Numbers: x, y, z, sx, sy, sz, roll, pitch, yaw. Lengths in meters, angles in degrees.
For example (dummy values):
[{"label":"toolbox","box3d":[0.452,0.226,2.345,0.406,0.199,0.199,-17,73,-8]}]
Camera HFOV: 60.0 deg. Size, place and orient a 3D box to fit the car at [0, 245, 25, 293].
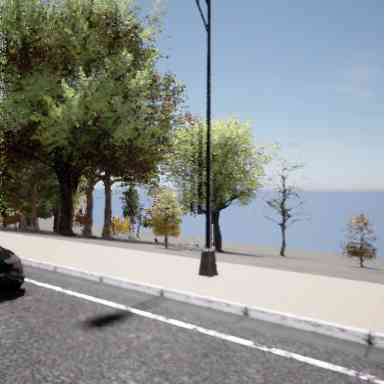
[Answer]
[{"label":"car","box3d":[-5.782,1.601,7.802,4.181,1.385,1.994,0,0,36]}]
